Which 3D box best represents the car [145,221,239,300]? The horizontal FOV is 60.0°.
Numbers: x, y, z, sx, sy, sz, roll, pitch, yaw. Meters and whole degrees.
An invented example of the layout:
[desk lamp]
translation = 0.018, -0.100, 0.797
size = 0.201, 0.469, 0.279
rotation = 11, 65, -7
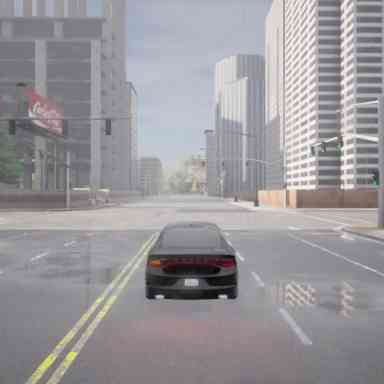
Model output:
[car]
translation = -0.003, 1.478, 8.464
size = 1.882, 1.535, 5.008
rotation = 0, 0, 0
